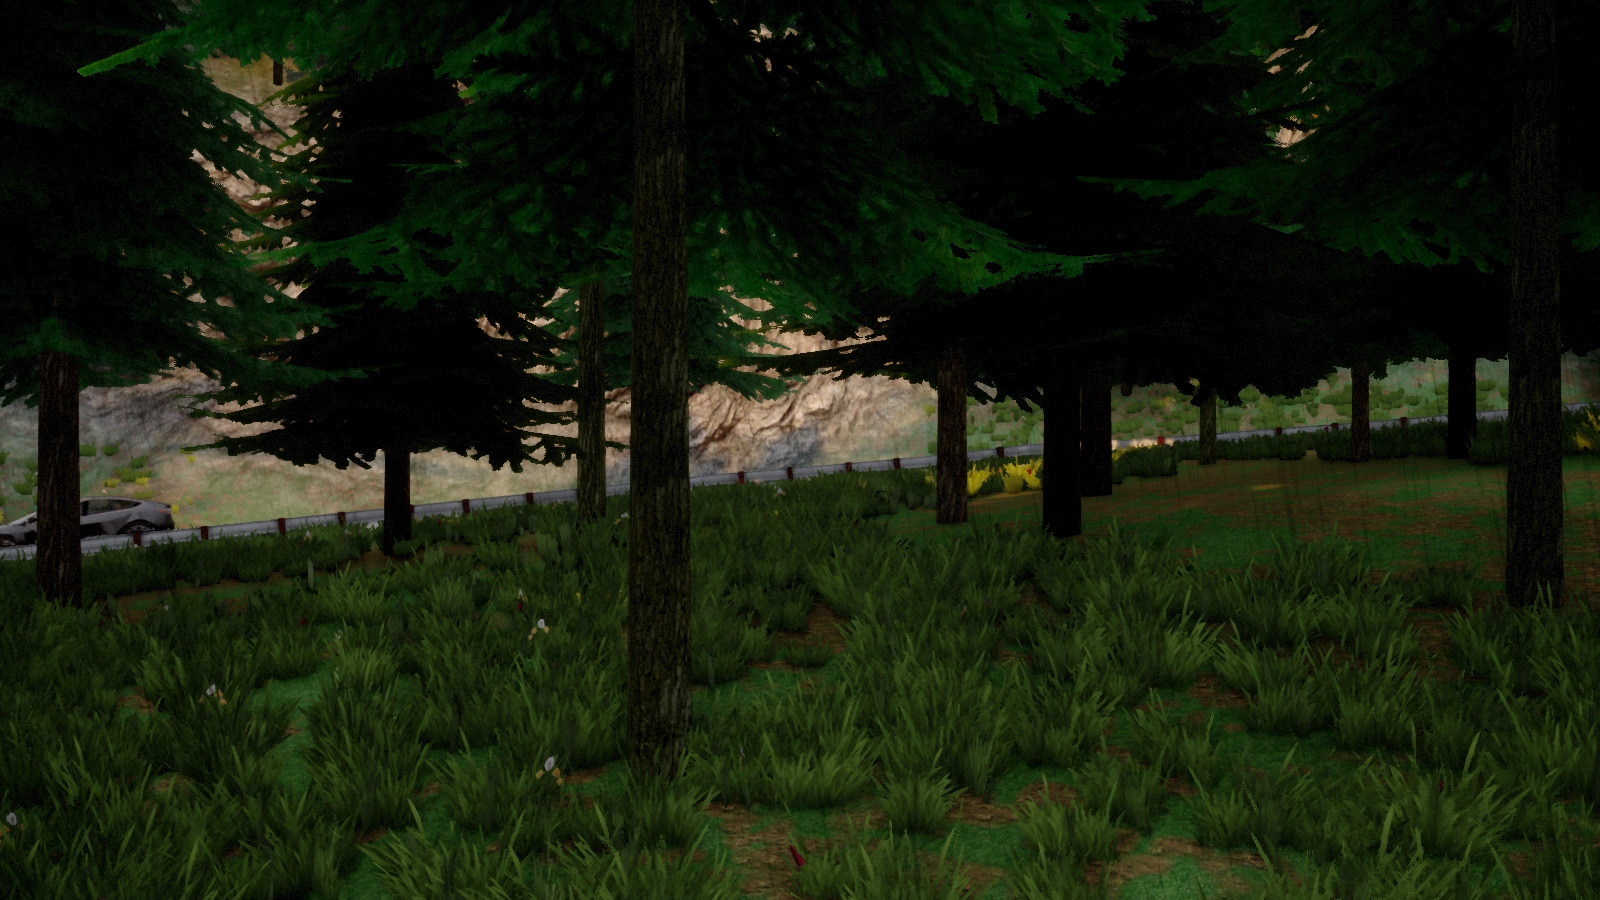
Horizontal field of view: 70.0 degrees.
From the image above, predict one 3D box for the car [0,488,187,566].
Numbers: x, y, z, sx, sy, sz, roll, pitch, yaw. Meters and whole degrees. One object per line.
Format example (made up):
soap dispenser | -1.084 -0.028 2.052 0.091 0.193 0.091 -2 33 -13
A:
car | -19.103 2.008 30.134 4.792 1.488 2.163 -6 3 -37
